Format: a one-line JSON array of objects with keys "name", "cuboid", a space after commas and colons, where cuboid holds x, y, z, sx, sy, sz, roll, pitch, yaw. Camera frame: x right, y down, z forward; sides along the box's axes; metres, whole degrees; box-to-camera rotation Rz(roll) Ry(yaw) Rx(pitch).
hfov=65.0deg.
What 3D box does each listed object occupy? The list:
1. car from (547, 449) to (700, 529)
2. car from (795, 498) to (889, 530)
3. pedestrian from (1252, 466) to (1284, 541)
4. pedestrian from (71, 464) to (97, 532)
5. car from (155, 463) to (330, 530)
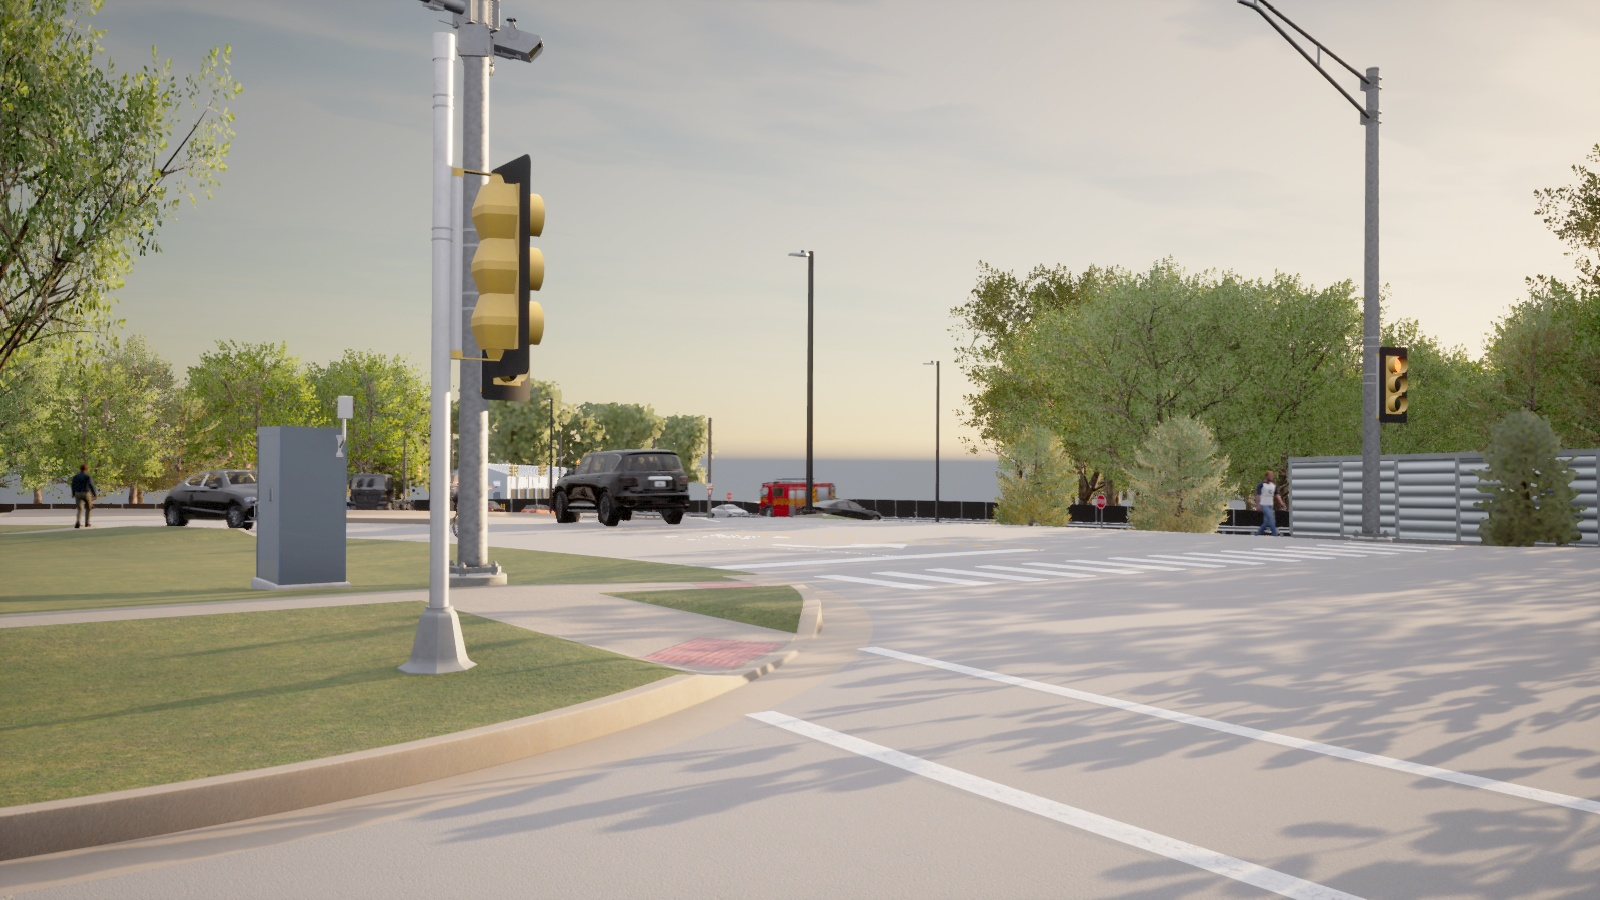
[{"name": "car", "cuboid": [-5.016, 1.047, 34.889, 2.150, 2.045, 5.566, 0, -1, -32]}, {"name": "car", "cuboid": [2.213, 3.341, 65.255, 5.008, 1.535, 1.882, 5, -5, -44]}, {"name": "pedestrian", "cuboid": [11.528, 1.308, 30.940, 0.354, 1.836, 0.706, 0, 0, -23]}, {"name": "pedestrian", "cuboid": [-19.641, 1.304, 34.457, 0.370, 1.835, 0.726, 0, 0, -7]}, {"name": "car", "cuboid": [-14.962, 1.244, 33.570, 5.027, 1.651, 2.152, -2, -2, 38]}]
